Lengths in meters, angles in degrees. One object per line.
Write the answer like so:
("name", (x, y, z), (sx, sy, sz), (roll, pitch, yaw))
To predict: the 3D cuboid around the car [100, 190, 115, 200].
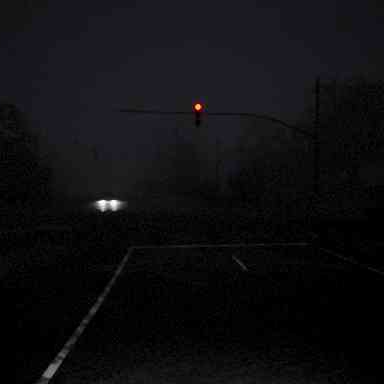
("car", (-11.675, 0.386, 45.862), (1.895, 1.301, 4.718), (-1, 2, -18))
